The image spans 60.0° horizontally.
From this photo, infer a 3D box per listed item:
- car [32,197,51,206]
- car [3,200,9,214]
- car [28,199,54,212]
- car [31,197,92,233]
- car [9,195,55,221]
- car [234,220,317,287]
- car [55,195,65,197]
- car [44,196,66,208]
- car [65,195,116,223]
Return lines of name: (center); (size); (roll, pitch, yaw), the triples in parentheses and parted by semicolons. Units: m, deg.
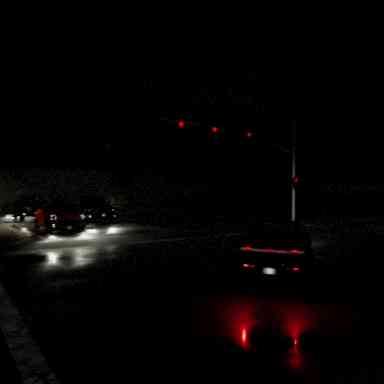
car: (-26.960, 1.630, 59.360); (2.128, 1.511, 4.902); (1, 0, -35)
car: (-19.455, 1.556, 36.362); (2.128, 1.511, 4.902); (1, 0, -35)
car: (-19.074, 1.644, 41.878); (2.033, 1.411, 5.357); (1, 0, -35)
car: (-8.080, 1.407, 20.322); (2.097, 1.767, 4.553); (1, 0, -35)
car: (-13.631, 1.281, 28.145); (2.150, 2.045, 5.566); (1, 0, -35)
car: (2.512, 1.561, 9.694); (2.128, 1.511, 4.902); (1, 0, 19)
car: (-13.900, 1.314, 34.579); (2.150, 2.045, 5.566); (1, 0, -35)
car: (-21.088, 1.486, 51.096); (2.097, 1.767, 4.553); (1, 0, -35)
car: (-7.912, 1.310, 26.140); (2.150, 2.045, 5.566); (1, 0, -35)
